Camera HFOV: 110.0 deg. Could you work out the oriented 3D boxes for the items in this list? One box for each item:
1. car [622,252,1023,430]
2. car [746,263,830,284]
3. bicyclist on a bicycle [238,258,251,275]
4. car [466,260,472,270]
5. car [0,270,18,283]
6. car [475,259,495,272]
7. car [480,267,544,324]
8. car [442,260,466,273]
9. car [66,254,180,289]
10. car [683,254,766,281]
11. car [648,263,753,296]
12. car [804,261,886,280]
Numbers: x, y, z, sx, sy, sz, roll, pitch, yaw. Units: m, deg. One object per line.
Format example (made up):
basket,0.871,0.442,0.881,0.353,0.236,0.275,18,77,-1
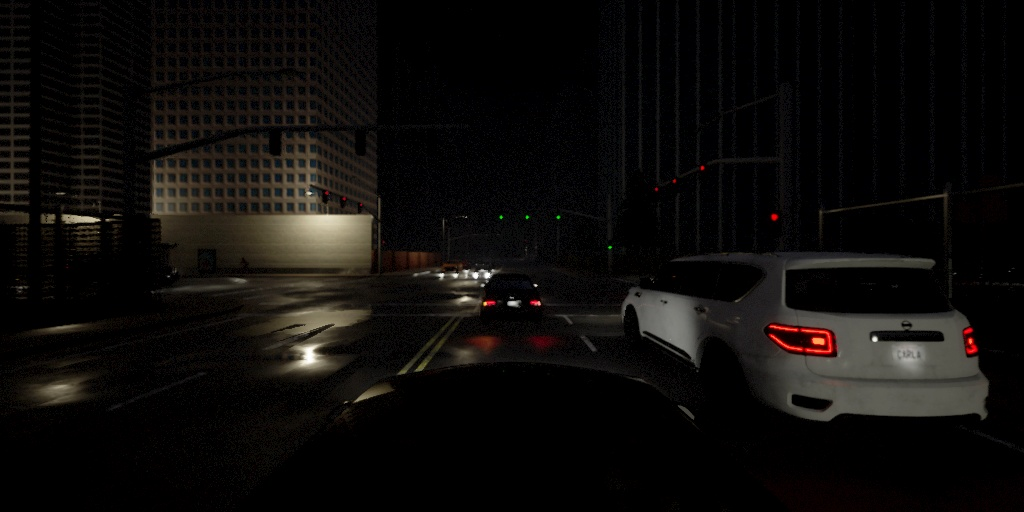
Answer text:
car,3.600,0.970,5.935,2.150,2.045,5.566,0,0,0
car,19.824,1.213,25.865,4.674,1.442,1.812,0,0,0
bicyclist on a bicycle,-25.582,0.985,34.255,0.582,1.620,1.656,0,0,0
car,-7.091,1.260,52.274,1.812,1.442,4.674,0,0,0
car,-33.897,1.193,22.292,4.892,1.490,1.837,0,0,0
car,-3.606,1.337,45.476,1.895,1.301,4.718,0,0,0
car,-0.083,1.287,11.984,2.033,1.411,5.357,0,0,-2
car,-7.107,1.215,42.934,1.882,1.535,5.008,0,0,0
car,-24.087,0.910,22.270,5.566,2.045,2.150,0,0,0
car,17.304,0.908,29.390,5.566,2.045,2.150,0,0,0
car,9.778,1.202,18.618,4.892,1.490,1.837,0,-4,-18
car,27.162,1.163,29.370,5.008,1.535,1.882,0,0,0
